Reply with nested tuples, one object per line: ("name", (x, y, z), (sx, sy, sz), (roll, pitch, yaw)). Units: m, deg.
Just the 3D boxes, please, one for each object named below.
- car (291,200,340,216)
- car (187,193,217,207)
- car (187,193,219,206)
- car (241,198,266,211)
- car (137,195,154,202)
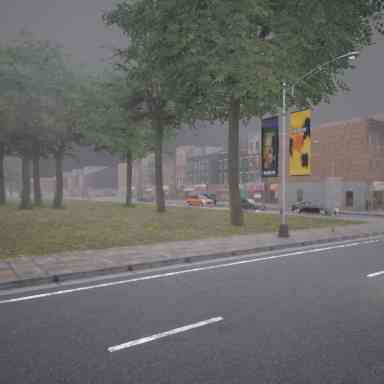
("car", (12.251, 1.568, 33.288), (2.128, 1.511, 4.902), (1, 0, -36))
("car", (1.201, 1.273, 48.767), (2.097, 1.767, 4.553), (1, 0, -35))
("car", (1.617, 1.144, 53.237), (2.150, 2.045, 5.566), (1, 0, -36))
("car", (6.922, 1.519, 40.744), (1.812, 1.442, 4.674), (1, 0, -36))
("car", (-9.715, 1.340, 69.074), (2.128, 1.511, 4.902), (1, 0, -36))
